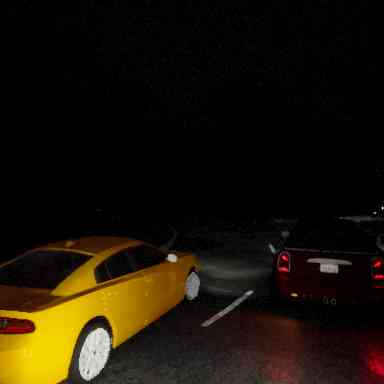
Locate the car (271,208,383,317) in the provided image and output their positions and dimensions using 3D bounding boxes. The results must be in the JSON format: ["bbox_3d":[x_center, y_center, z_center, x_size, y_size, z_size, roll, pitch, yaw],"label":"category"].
[{"bbox_3d":[3.195,1.387,7.905,2.097,1.767,4.553,0,0,21],"label":"car"}]

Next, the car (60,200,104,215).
[{"bbox_3d":[-11.462,1.546,34.067,4.892,1.490,1.837,1,-1,18],"label":"car"}]

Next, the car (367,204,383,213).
[{"bbox_3d":[16.344,1.131,26.284,4.718,1.301,1.895,-5,1,-12],"label":"car"}]

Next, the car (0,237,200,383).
[{"bbox_3d":[-1.455,1.497,5.609,1.882,1.535,5.008,-1,-1,23],"label":"car"}]
